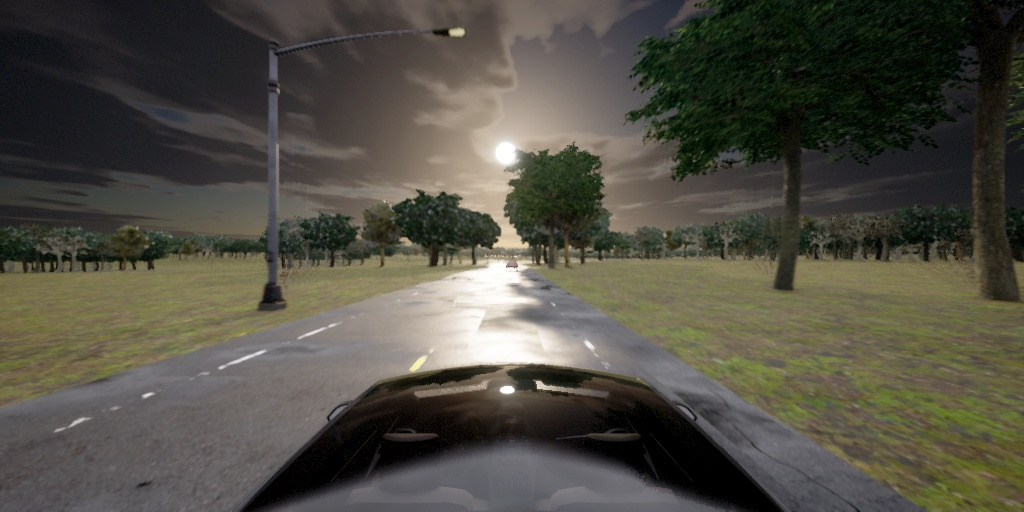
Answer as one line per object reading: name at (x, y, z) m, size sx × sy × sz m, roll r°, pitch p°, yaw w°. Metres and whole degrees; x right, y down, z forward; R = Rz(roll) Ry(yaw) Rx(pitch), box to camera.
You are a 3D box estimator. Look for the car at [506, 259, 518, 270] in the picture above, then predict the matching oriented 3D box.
car at (-0.001, 1.370, 56.444) m, size 1.994 × 1.385 × 4.181 m, roll 0°, pitch 0°, yaw 0°
